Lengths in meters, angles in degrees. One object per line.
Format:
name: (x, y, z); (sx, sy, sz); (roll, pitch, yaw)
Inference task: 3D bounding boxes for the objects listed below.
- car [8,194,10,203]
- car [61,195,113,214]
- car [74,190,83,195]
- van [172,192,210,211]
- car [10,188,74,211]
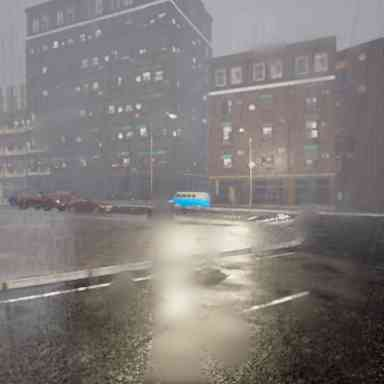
car: (-16.762, 0.598, 35.003); (5.566, 2.045, 2.150); (1, 1, 24)
car: (-8.777, 1.132, 28.589); (4.206, 1.307, 1.802); (1, 0, 24)
car: (-15.515, 0.635, 40.810); (5.009, 1.841, 2.192); (1, 0, 24)
van: (-0.106, 0.924, 33.882); (3.998, 1.788, 1.690); (1, 0, 24)
car: (-13.908, 0.777, 30.900); (5.009, 1.841, 2.192); (1, 0, 24)
